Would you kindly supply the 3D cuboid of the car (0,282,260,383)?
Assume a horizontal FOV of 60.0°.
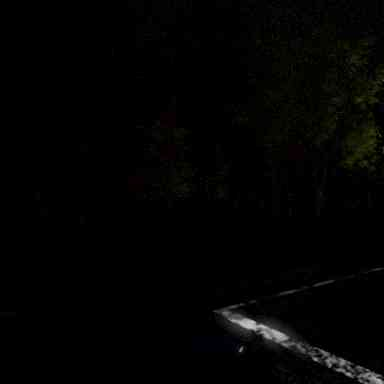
[{"bbox_3d":[-1.518,1.527,2.686,4.674,1.442,1.812,0,0,-35],"label":"car"}]
